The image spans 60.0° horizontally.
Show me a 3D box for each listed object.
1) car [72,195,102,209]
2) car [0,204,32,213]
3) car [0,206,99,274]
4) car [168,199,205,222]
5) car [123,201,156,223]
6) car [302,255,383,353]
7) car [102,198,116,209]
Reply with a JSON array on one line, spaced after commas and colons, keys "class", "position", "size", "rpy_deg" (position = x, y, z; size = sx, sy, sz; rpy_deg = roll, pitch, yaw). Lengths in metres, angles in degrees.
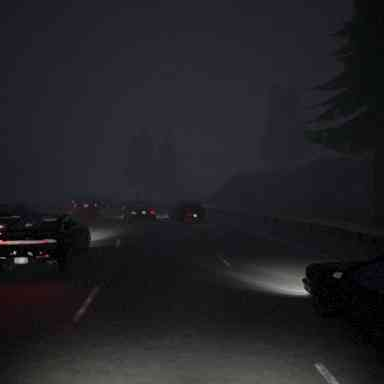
[{"class": "car", "position": [-9.337, 1.162, 28.988], "size": [2.097, 1.767, 4.553], "rpy_deg": [0, 0, -20]}, {"class": "car", "position": [-9.418, 1.385, 17.821], "size": [2.128, 1.511, 4.902], "rpy_deg": [0, 0, -13]}, {"class": "car", "position": [-4.468, 1.426, 10.456], "size": [2.128, 1.511, 4.902], "rpy_deg": [0, 0, -8]}, {"class": "car", "position": [-0.459, 1.321, 24.649], "size": [1.837, 1.490, 4.892], "rpy_deg": [0, 0, -16]}, {"class": "car", "position": [-3.868, 1.378, 24.072], "size": [2.033, 1.411, 5.357], "rpy_deg": [0, 0, -17]}, {"class": "car", "position": [3.260, 1.506, 4.207], "size": [2.033, 1.411, 5.357], "rpy_deg": [0, 0, -4]}, {"class": "car", "position": [-10.771, 1.330, 40.344], "size": [1.895, 1.301, 4.718], "rpy_deg": [0, 0, -28]}]
